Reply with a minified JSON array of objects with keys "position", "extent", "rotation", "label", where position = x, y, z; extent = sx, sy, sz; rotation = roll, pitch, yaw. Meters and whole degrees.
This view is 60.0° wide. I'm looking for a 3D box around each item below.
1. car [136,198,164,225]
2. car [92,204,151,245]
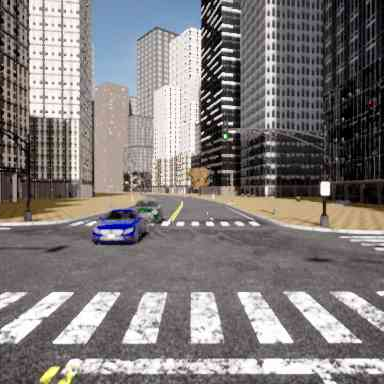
[{"position":[-3.257,1.322,24.027],"extent":[2.097,1.767,4.553],"rotation":[0,0,0],"label":"car"},{"position":[-3.248,1.510,15.663],"extent":[1.812,1.442,4.674],"rotation":[0,1,0],"label":"car"}]
